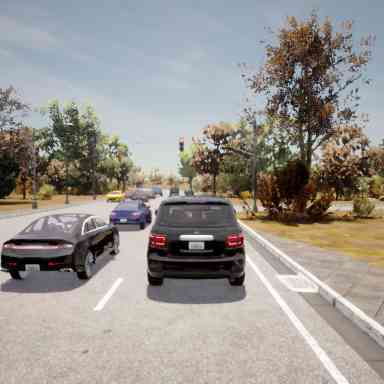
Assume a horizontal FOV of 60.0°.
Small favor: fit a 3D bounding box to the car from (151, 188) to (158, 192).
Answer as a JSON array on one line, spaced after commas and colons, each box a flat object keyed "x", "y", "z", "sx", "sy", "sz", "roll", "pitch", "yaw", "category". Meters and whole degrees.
[{"x": -7.146, "y": 0.496, "z": 54.927, "sx": 1.812, "sy": 1.442, "sz": 4.674, "roll": 0, "pitch": 2, "yaw": -1, "category": "car"}]

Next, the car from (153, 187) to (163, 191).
[{"x": -7.276, "y": -0.080, "z": 68.975, "sx": 2.150, "sy": 2.045, "sz": 5.566, "roll": 0, "pitch": 1, "yaw": -1, "category": "car"}]

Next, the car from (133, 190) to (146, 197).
[{"x": -10.770, "y": 0.262, "z": 68.713, "sx": 1.994, "sy": 1.385, "sz": 4.181, "roll": 0, "pitch": 1, "yaw": -1, "category": "car"}]

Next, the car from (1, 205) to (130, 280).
[{"x": -3.398, "y": 1.350, "z": 9.513, "sx": 2.128, "sy": 1.511, "sz": 4.902, "roll": 0, "pitch": 1, "yaw": 0, "category": "car"}]

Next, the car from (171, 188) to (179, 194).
[{"x": -4.509, "y": -0.224, "z": 86.975, "sx": 2.128, "sy": 1.511, "sz": 4.902, "roll": 0, "pitch": 1, "yaw": -3, "category": "car"}]

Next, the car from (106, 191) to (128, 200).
[{"x": -10.608, "y": 0.612, "z": 46.528, "sx": 1.882, "sy": 1.535, "sz": 5.008, "roll": 0, "pitch": 1, "yaw": -2, "category": "car"}]

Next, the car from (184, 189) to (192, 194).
[{"x": -1.014, "y": -0.201, "z": 87.174, "sx": 1.994, "sy": 1.385, "sz": 4.181, "roll": 0, "pitch": 1, "yaw": -3, "category": "car"}]

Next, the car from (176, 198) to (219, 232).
[{"x": 0.144, "y": 1.166, "z": 18.906, "sx": 2.128, "sy": 1.511, "sz": 4.902, "roll": 0, "pitch": 1, "yaw": -3, "category": "car"}]

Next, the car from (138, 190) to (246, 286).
[{"x": 0.098, "y": 1.086, "z": 9.179, "sx": 2.150, "sy": 2.045, "sz": 5.566, "roll": 0, "pitch": 1, "yaw": 0, "category": "car"}]

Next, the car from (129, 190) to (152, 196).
[{"x": -7.076, "y": 0.705, "z": 46.176, "sx": 1.994, "sy": 1.385, "sz": 4.181, "roll": 0, "pitch": 1, "yaw": -1, "category": "car"}]

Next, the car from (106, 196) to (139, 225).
[{"x": -3.393, "y": 1.203, "z": 18.779, "sx": 1.812, "sy": 1.442, "sz": 4.674, "roll": 0, "pitch": 1, "yaw": 0, "category": "car"}]

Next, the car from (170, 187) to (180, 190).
[{"x": -4.013, "y": -0.239, "z": 76.547, "sx": 2.150, "sy": 2.045, "sz": 5.566, "roll": 0, "pitch": 1, "yaw": -2, "category": "car"}]
